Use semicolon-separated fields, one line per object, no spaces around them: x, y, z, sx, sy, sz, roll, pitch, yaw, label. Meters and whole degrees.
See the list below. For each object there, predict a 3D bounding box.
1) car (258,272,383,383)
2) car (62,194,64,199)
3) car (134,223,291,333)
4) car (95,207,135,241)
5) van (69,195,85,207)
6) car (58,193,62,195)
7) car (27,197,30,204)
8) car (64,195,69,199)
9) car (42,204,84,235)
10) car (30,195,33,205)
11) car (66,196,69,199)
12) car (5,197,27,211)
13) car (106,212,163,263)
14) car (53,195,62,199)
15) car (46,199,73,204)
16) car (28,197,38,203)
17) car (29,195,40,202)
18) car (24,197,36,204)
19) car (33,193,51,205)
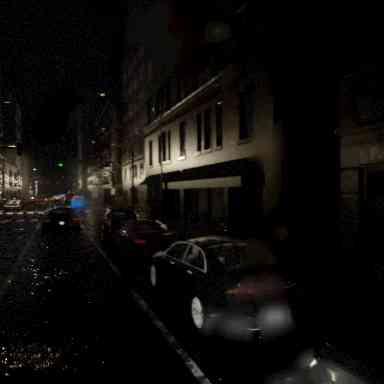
2.447;1.536;1.651;2.008;1.369;4.403;0;0;-22;car
-26.898;1.513;73.449;2.192;1.841;5.009;0;0;-22;car
0.359;1.552;6.759;2.008;1.369;4.403;0;0;-22;car
-3.818;1.473;16.977;1.967;1.590;4.097;0;0;-22;car
-16.152;1.466;47.154;1.690;1.788;3.998;0;0;-22;van
-33.765;1.535;83.277;2.097;1.767;4.553;0;0;-22;car
-25.725;1.731;49.369;1.887;1.381;4.507;0;0;-22;car
-24.747;1.768;68.190;1.802;1.307;4.206;0;0;-22;car
-7.619;1.622;19.463;1.994;1.385;4.181;0;0;-22;car
-32.110;1.756;64.991;1.752;1.417;4.829;0;0;-22;car
-20.448;1.739;57.671;1.802;1.307;4.206;0;0;-22;car
-23.575;1.721;44.109;2.008;1.369;4.403;0;0;-22;car
-1.729;1.599;11.868;1.802;1.307;4.206;0;0;-22;car
-30.001;1.808;74.074;1.895;1.301;4.718;0;0;-22;car
-13.168;1.711;33.071;1.895;1.301;4.718;0;0;-22;car
-38.622;1.833;80.926;1.947;1.339;4.313;0;0;-22;car
-40.773;1.594;86.186;2.192;1.841;5.009;0;0;-22;car
-34.323;1.809;70.408;1.947;1.339;4.313;0;0;-22;car
-28.944;1.567;64.214;2.097;1.767;4.553;0;0;-22;car
